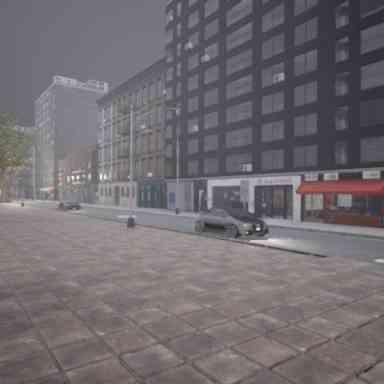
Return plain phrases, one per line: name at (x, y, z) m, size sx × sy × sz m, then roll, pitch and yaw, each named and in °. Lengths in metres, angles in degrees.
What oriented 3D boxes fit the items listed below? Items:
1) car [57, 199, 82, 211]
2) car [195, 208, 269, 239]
car at (-15.464, 1.588, 41.632) m, size 2.033 × 1.411 × 5.357 m, roll 0°, pitch 0°, yaw -35°
car at (1.963, 1.556, 17.305) m, size 1.994 × 1.385 × 4.181 m, roll 0°, pitch 0°, yaw -36°
